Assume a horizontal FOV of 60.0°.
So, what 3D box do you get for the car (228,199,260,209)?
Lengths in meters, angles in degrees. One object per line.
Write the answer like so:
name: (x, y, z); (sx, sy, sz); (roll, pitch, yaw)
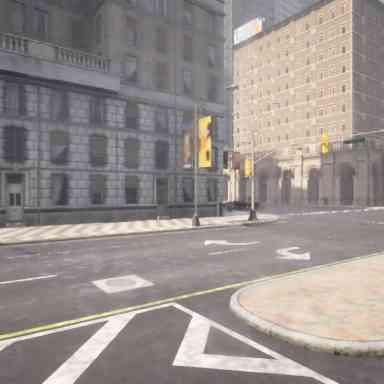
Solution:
car: (7.297, 1.601, 46.485); (1.895, 1.301, 4.718); (0, 0, -36)
